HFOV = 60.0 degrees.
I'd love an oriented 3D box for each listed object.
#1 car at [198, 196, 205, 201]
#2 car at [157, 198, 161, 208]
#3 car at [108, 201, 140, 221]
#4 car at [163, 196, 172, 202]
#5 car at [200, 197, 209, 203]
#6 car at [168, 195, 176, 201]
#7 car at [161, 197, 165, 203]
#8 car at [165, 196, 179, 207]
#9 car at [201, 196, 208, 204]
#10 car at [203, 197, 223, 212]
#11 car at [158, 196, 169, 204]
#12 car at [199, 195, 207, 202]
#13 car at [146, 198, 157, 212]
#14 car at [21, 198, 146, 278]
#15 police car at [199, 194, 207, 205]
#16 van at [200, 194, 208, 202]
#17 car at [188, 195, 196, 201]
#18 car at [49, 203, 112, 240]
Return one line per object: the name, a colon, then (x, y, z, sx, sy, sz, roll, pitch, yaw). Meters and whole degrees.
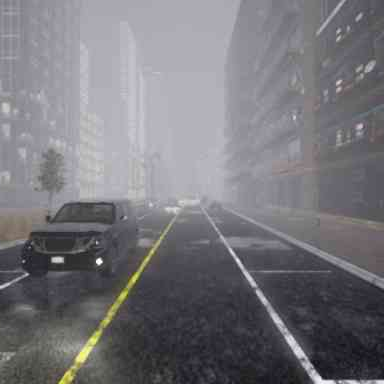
car: (2.722, 1.723, 94.981, 2.008, 1.369, 4.403, 0, 0, 0)
car: (-5.675, 1.500, 45.192, 1.967, 1.590, 4.097, 0, 0, 0)
car: (-5.681, 1.558, 28.424, 1.752, 1.417, 4.829, 0, 0, 0)
car: (-5.664, 1.711, 78.387, 1.802, 1.307, 4.206, 0, 0, 0)
car: (2.714, 1.699, 72.851, 1.802, 1.307, 4.206, 0, 0, 0)
car: (-5.658, 1.695, 94.815, 1.752, 1.417, 4.829, 0, 0, 0)
car: (-5.674, 1.620, 50.724, 2.008, 1.369, 4.403, 0, 0, 0)
car: (-3.051, 1.564, 52.172, 2.128, 1.511, 4.902, 0, 0, 0)
car: (2.705, 1.613, 45.188, 2.008, 1.369, 4.403, 0, 0, 0)
car: (2.703, 1.604, 39.655, 2.008, 1.369, 4.403, 0, 0, 0)
car: (-5.668, 1.627, 67.152, 1.752, 1.417, 4.829, 0, 0, 0)
car: (2.718, 1.585, 83.917, 1.967, 1.590, 4.097, 0, 0, 0)
car: (-5.677, 1.601, 39.659, 2.008, 1.369, 4.403, 0, 0, 0)
car: (-3.082, 1.232, 10.525, 2.150, 2.045, 5.566, 0, 0, 1)
police car: (2.387, 1.515, 60.565, 1.930, 1.638, 5.238, 0, 0, 0)
van: (2.716, 1.472, 78.384, 1.690, 1.788, 3.998, 0, 0, 0)
car: (0.028, 1.473, 79.839, 1.812, 1.442, 4.674, 0, 0, 0)
car: (-5.686, 1.458, 17.528, 1.967, 1.590, 4.097, 0, 0, 0)
